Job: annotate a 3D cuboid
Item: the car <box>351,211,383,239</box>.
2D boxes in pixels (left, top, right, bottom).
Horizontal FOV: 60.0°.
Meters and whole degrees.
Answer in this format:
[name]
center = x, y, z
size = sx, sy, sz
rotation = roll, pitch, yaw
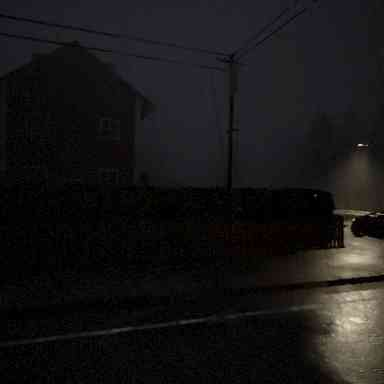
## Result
[car]
center = 9.281, 1.573, 15.092
size = 1.994, 1.385, 4.181
rotation = 1, 1, -14
